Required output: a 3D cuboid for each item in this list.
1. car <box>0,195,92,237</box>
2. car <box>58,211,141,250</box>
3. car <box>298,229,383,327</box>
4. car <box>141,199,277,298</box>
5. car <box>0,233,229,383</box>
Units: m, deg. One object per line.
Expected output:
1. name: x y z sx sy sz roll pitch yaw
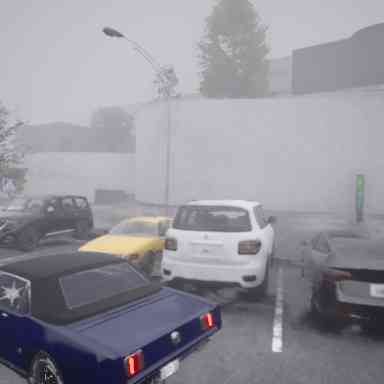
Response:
1. car: -6.366 1.146 13.998 2.435 2.045 5.566 1 0 16
2. car: -1.526 1.444 10.362 1.946 1.575 5.366 1 0 15
3. car: 3.413 1.512 7.080 2.163 1.488 4.792 0 -1 15
4. car: 0.974 1.217 8.824 2.435 2.045 5.566 0 0 15
5. car: -2.035 1.581 4.829 4.718 1.301 1.895 0 0 35
